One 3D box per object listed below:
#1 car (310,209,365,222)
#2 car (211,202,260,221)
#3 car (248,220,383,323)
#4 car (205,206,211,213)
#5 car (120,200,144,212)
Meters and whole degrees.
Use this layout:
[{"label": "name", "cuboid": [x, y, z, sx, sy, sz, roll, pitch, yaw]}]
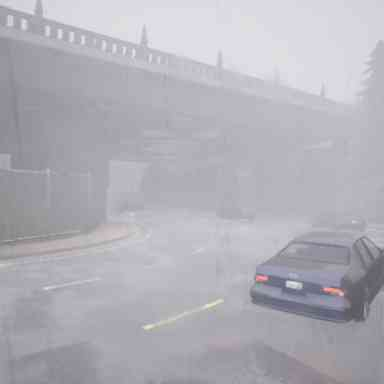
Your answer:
[{"label": "car", "cuboid": [9.496, 1.787, 22.023, 1.994, 1.385, 4.181, 0, 0, -7]}, {"label": "car", "cuboid": [4.012, 1.797, 29.822, 2.033, 1.411, 5.357, 1, 0, -21]}, {"label": "car", "cuboid": [3.211, 1.623, 7.541, 2.033, 1.411, 5.357, 0, 0, 37]}, {"label": "car", "cuboid": [3.640, 1.865, 38.995, 2.033, 1.411, 5.357, 1, -1, -29]}, {"label": "car", "cuboid": [-7.973, 1.813, 44.010, 1.812, 1.442, 4.674, 1, -1, -34]}]
